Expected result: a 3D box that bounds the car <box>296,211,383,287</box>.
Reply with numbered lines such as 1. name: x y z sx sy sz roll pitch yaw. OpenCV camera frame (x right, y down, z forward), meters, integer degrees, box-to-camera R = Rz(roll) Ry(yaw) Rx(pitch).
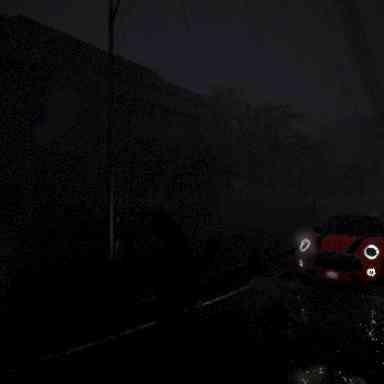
1. car: 4.787 1.399 9.688 2.097 1.767 4.553 -1 -1 40
